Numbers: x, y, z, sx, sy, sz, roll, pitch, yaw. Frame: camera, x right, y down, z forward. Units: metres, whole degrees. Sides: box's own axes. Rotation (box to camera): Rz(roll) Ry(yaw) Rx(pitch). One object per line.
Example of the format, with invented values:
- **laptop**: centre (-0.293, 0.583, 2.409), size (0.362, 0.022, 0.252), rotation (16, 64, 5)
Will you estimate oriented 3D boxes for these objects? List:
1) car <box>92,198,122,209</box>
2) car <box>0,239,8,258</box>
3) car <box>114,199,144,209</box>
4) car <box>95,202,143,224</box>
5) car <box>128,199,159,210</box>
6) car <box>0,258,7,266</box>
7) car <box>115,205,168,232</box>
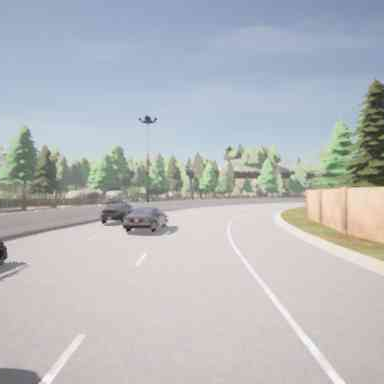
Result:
- **car**: centre (-13.171, 1.765, 52.030), size (1.882, 1.535, 5.008), rotation (0, 0, 22)
- **car**: centre (-6.877, 1.614, 8.922), size (1.994, 1.385, 4.181), rotation (0, 0, 0)
- **car**: centre (-9.634, 1.831, 51.496), size (2.033, 1.411, 5.357), rotation (0, 0, 22)
- **car**: centre (-5.592, 1.650, 26.344), size (1.837, 1.490, 4.892), rotation (0, 0, 9)
- **car**: centre (-7.028, 1.815, 48.602), size (2.033, 1.411, 5.357), rotation (0, 0, 21)
- **car**: centre (-3.400, 1.578, 2.268), size (1.994, 1.385, 4.181), rotation (0, 0, 0)
- **car**: centre (-2.821, 1.664, 21.031), size (2.033, 1.411, 5.357), rotation (0, 0, 6)
